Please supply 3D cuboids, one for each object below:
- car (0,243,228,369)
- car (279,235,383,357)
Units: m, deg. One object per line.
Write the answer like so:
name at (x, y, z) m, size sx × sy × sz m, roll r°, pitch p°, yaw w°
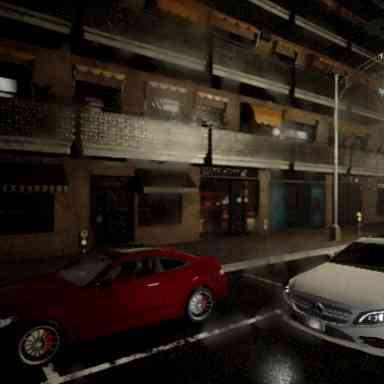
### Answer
car at (-1.255, 1.587, 5.660) m, size 4.206 × 1.307 × 1.802 m, roll 0°, pitch 0°, yaw -35°
car at (3.587, 1.543, 5.913) m, size 4.674 × 1.442 × 1.812 m, roll 0°, pitch 0°, yaw -35°
